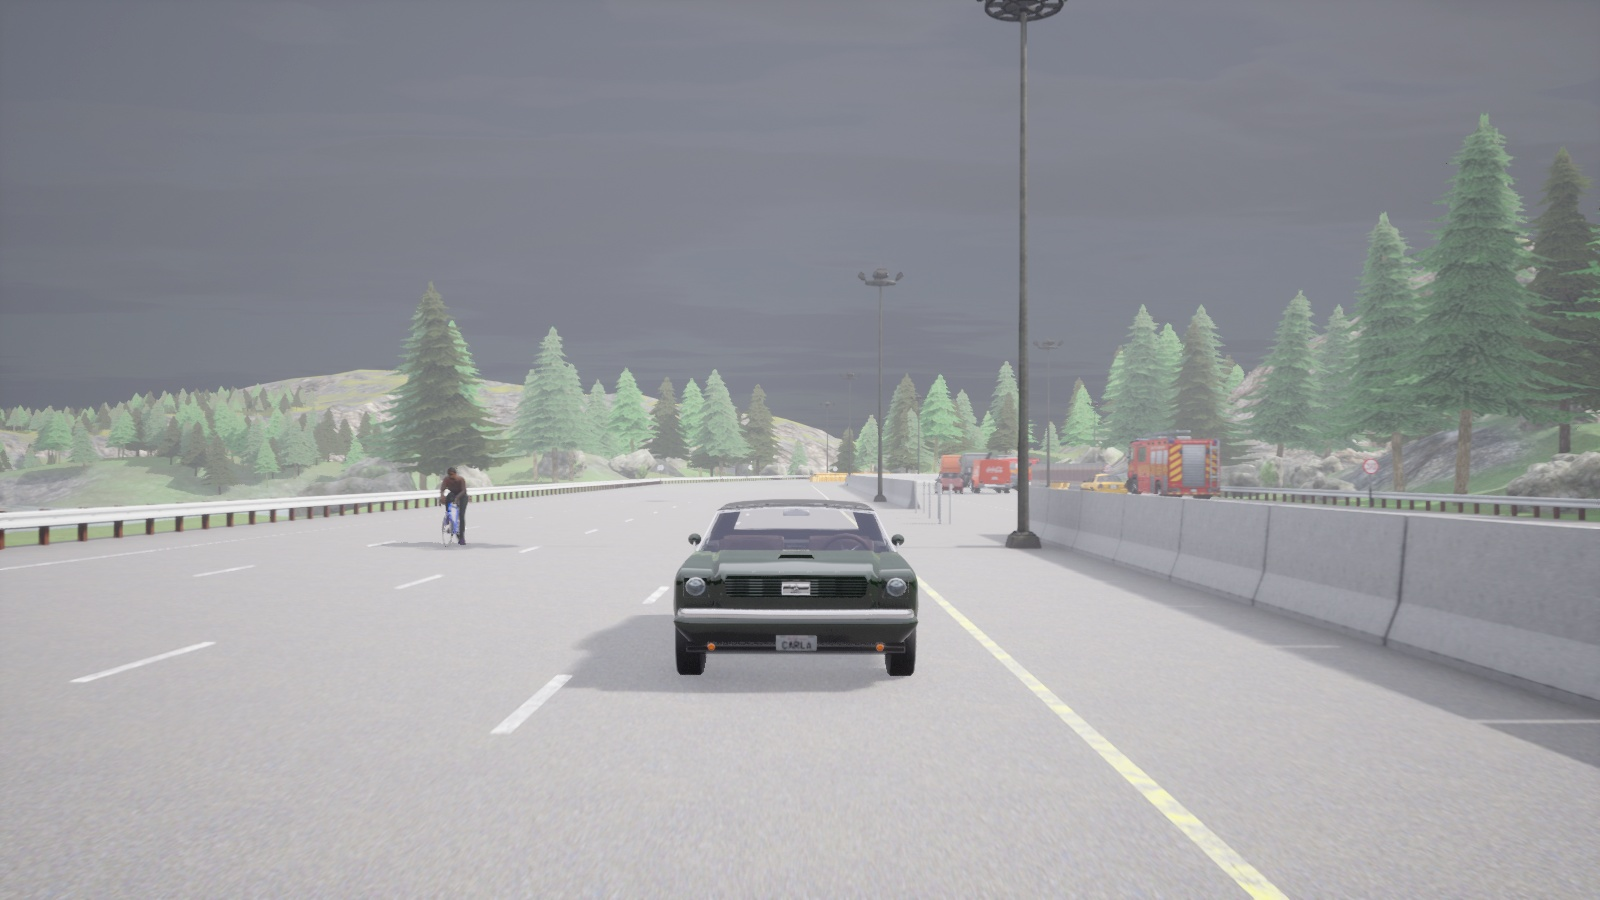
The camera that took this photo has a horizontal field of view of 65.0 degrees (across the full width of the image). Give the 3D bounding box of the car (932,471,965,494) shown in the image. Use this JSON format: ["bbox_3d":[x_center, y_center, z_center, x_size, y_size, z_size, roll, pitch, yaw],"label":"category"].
[{"bbox_3d":[10.283,2.246,87.180,1.845,1.501,3.633,0,-1,0],"label":"car"}]

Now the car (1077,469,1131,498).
[{"bbox_3d":[17.331,1.886,71.868,1.801,1.575,5.366,0,-1,0],"label":"car"}]

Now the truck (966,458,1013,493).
[{"bbox_3d":[13.759,1.807,91.447,2.627,2.467,5.204,0,-1,0],"label":"truck"}]

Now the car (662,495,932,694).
[{"bbox_3d":[-0.025,1.103,11.201,1.895,1.301,4.718,0,-1,0],"label":"car"}]

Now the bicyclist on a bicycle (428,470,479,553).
[{"bbox_3d":[-7.060,1.225,25.629,0.582,1.620,1.656,0,0,0],"label":"bicyclist on a bicycle"}]

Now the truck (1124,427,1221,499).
[{"bbox_3d":[20.828,0.752,70.816,2.891,3.827,8.468,0,-1,0],"label":"truck"}]
